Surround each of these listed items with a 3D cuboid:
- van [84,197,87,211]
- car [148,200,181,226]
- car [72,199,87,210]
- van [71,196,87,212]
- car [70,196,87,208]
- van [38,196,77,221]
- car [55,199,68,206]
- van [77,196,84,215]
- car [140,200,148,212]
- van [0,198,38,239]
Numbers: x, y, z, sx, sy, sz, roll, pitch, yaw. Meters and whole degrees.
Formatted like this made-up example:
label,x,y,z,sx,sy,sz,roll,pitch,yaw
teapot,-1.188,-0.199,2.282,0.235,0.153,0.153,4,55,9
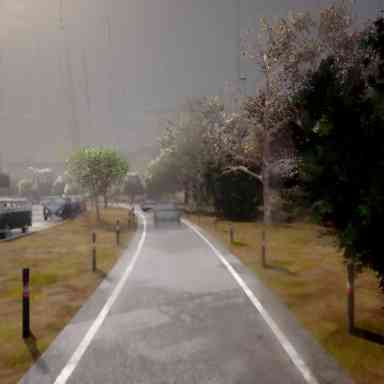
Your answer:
label,x,y,z,sx,sy,sz,roll,pitch,yaw
van,-13.700,1.481,39.264,1.878,1.987,4.442,1,-2,-13
car,-1.921,1.567,24.378,2.128,1.511,4.902,0,0,-8
car,-16.771,1.858,49.936,1.946,1.575,5.366,2,-2,-17
van,-15.137,1.554,44.670,1.878,1.987,4.442,2,-2,-18
car,-20.688,1.817,60.580,2.435,2.045,5.566,2,-2,-23
van,-11.381,1.367,28.337,1.878,1.987,4.442,1,-2,-12
car,-33.311,2.668,84.692,2.097,1.535,5.008,-1,-1,-32
van,-12.450,1.419,33.814,1.878,1.987,4.442,1,-2,-13
car,-5.313,1.679,41.319,1.994,1.385,4.181,0,0,-13
van,-9.899,1.296,17.250,1.878,1.987,4.442,1,-2,-7
